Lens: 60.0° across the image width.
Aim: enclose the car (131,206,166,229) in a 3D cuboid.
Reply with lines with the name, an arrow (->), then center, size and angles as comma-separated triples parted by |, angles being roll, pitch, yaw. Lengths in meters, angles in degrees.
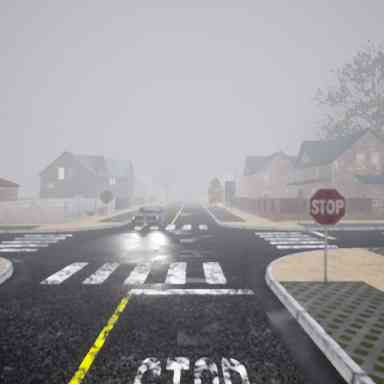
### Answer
car -> -2.776, 1.613, 21.928 | 1.895, 1.301, 4.718 | 0, 0, 0
